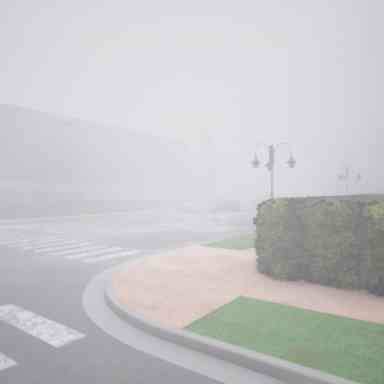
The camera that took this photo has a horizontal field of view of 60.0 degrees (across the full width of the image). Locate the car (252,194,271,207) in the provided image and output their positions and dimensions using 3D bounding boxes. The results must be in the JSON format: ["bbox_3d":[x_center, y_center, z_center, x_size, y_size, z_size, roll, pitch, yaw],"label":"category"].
[{"bbox_3d":[11.132,1.296,52.338,2.150,2.045,5.566,0,0,26],"label":"car"}]

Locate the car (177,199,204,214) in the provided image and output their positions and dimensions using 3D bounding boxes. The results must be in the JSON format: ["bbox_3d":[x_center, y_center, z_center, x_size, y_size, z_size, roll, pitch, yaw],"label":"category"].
[{"bbox_3d":[0.245,1.541,36.382,1.812,1.442,4.674,0,0,35],"label":"car"}]

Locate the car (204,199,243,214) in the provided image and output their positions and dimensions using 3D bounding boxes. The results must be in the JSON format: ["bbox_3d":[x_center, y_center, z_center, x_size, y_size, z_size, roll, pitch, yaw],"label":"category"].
[{"bbox_3d":[3.688,1.519,35.187,1.837,1.490,4.892,0,0,35],"label":"car"}]
